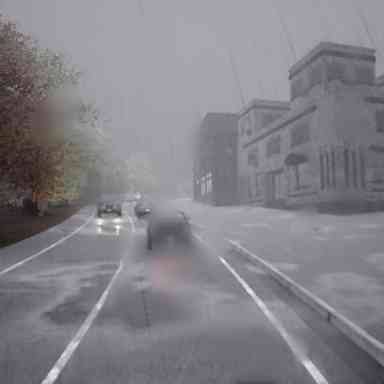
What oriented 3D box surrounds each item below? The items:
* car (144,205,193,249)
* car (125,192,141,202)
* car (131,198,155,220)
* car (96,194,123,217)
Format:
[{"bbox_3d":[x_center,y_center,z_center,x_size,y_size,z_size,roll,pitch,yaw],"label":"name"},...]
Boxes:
[{"bbox_3d":[-1.090,1.557,14.937,1.837,1.490,4.892,1,0,-7],"label":"car"},{"bbox_3d":[-12.714,1.089,72.257,2.150,2.045,5.566,-1,0,7],"label":"car"},{"bbox_3d":[-4.495,1.616,32.307,1.994,1.385,4.181,1,0,-13],"label":"car"},{"bbox_3d":[-7.727,1.212,31.253,2.150,2.045,5.566,1,0,-14],"label":"car"}]
